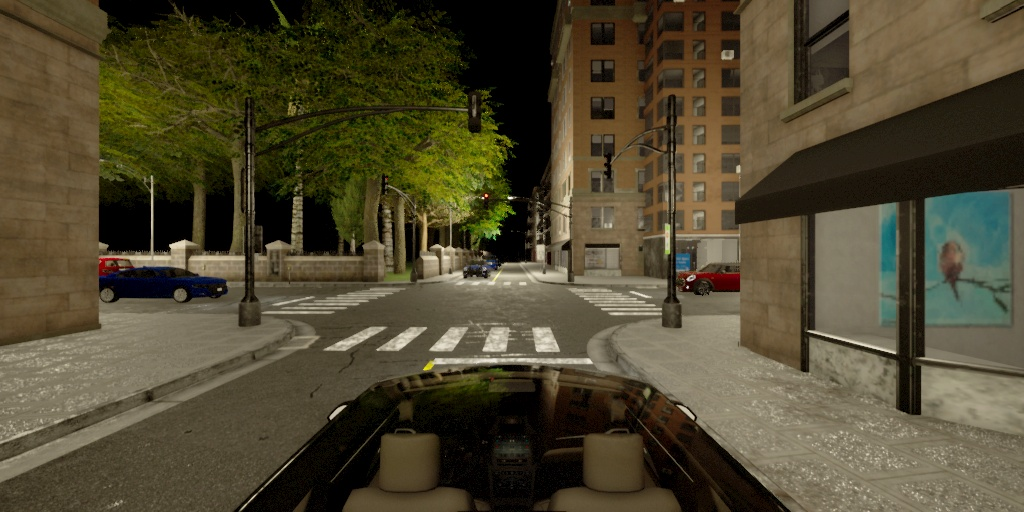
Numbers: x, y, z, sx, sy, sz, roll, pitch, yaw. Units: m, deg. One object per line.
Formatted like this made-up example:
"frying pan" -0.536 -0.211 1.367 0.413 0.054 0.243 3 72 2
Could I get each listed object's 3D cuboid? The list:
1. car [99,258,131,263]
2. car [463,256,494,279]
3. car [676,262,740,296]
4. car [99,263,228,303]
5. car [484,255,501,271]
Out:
"car" -25.925 1.034 21.825 5.009 1.841 2.192 0 0 1
"car" -3.093 1.082 32.212 2.097 1.767 4.553 0 0 1
"car" 10.885 1.116 18.755 4.553 1.767 2.097 0 0 1
"car" -15.473 1.212 15.908 5.008 1.535 1.882 0 0 0
"car" -3.032 0.921 47.952 2.150 2.045 5.566 0 0 0
